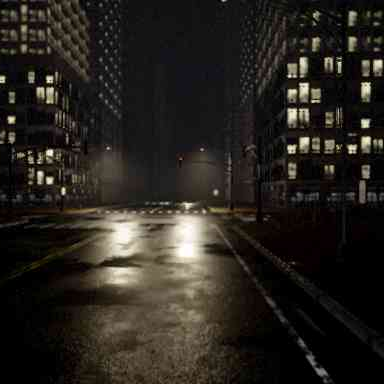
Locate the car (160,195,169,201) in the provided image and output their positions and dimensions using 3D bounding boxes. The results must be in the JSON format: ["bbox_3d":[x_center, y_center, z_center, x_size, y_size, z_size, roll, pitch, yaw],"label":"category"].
[{"bbox_3d":[-6.610,1.501,81.531,1.994,1.385,4.181,0,0,0],"label":"car"}]

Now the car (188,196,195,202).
[{"bbox_3d":[-0.118,1.819,87.819,1.895,1.301,4.718,0,0,0],"label":"car"}]

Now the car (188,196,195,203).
[{"bbox_3d":[-0.104,1.840,77.371,2.033,1.411,5.357,0,0,0],"label":"car"}]

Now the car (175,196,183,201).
[{"bbox_3d":[-3.368,1.757,87.368,1.994,1.385,4.181,0,0,0],"label":"car"}]

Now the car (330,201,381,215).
[{"bbox_3d":[17.041,1.627,34.810,4.829,1.417,1.752,0,0,2],"label":"car"}]

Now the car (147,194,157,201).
[{"bbox_3d":[-9.860,1.304,81.557,2.097,1.767,4.553,0,0,0],"label":"car"}]

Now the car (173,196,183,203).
[{"bbox_3d":[-3.354,1.837,76.950,2.033,1.411,5.357,0,0,0],"label":"car"}]
